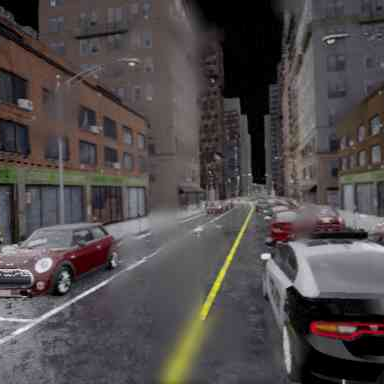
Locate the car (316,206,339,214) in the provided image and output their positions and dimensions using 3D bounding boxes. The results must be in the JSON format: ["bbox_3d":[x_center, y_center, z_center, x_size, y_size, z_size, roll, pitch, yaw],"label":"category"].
[{"bbox_3d":[6.933,1.452,18.162,1.967,1.590,4.097,-3,-1,11],"label":"car"}]

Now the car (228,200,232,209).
[{"bbox_3d":[4.074,2.001,46.829,1.947,1.339,4.313,-3,-1,11],"label":"car"}]

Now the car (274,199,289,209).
[{"bbox_3d":[13.520,1.754,50.527,1.887,1.381,4.507,-3,-1,11],"label":"car"}]

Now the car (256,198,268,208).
[{"bbox_3d":[11.647,1.823,55.121,1.837,1.490,4.892,-2,-1,11],"label":"car"}]

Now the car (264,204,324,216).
[{"bbox_3d":[4.441,1.526,15.185,1.882,1.535,5.008,-2,-1,11],"label":"car"}]

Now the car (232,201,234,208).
[{"bbox_3d":[5.170,2.019,52.224,2.008,1.369,4.403,-3,-1,11],"label":"car"}]

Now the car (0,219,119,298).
[{"bbox_3d":[-3.611,1.649,9.069,1.967,1.590,4.097,-3,-1,11],"label":"car"}]

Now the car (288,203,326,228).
[{"bbox_3d":[8.035,1.588,23.554,1.887,1.381,4.507,-3,-1,11],"label":"car"}]

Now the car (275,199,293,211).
[{"bbox_3d":[12.423,1.720,45.132,1.887,1.381,4.507,-3,-1,11],"label":"car"}]

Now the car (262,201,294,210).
[{"bbox_3d":[5.637,1.561,21.064,1.882,1.535,5.008,-2,-1,11],"label":"car"}]

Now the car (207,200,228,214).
[{"bbox_3d":[2.971,1.841,41.436,1.967,1.590,4.097,-3,-1,11],"label":"car"}]

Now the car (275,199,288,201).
[{"bbox_3d":[11.327,1.707,39.738,1.947,1.339,4.313,-3,-1,11],"label":"car"}]

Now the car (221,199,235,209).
[{"bbox_3d":[6.267,2.047,57.619,1.887,1.381,4.507,-3,-1,11],"label":"car"}]

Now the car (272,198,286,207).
[{"bbox_3d":[14.618,1.788,55.922,1.887,1.381,4.507,-3,-1,11],"label":"car"}]

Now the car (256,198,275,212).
[{"bbox_3d":[9.362,1.738,43.745,2.128,1.511,4.902,-2,-1,12],"label":"car"}]

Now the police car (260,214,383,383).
[{"bbox_3d":[2.245,1.424,5.477,1.930,1.638,5.238,-2,-1,7],"label":"police car"}]
